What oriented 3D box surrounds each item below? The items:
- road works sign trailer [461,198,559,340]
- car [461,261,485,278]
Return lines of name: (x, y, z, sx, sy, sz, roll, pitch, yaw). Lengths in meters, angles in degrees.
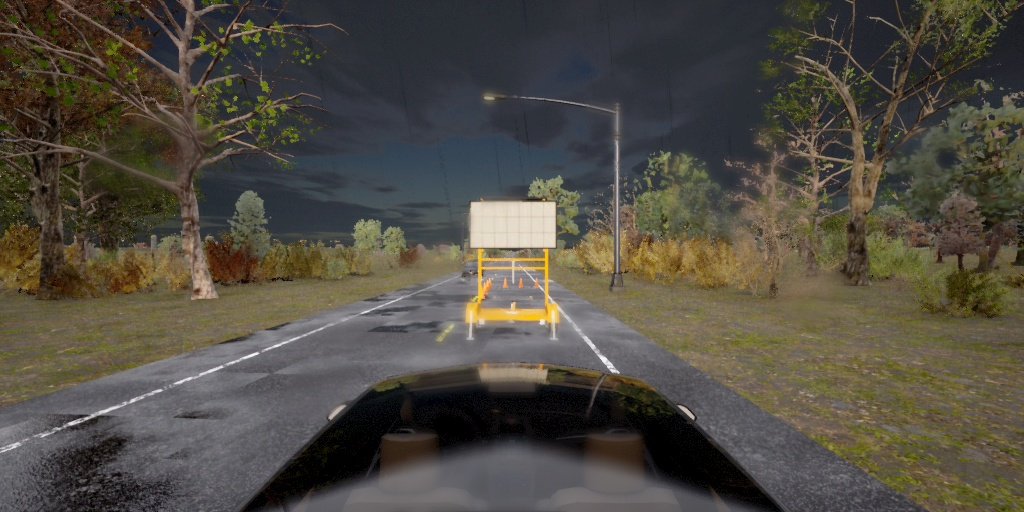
road works sign trailer: (0.038, 0.211, 9.951, 2.380, 3.560, 2.880, 0, 0, 1)
car: (-3.560, 1.242, 33.568, 1.837, 1.490, 4.892, 0, 0, 0)
